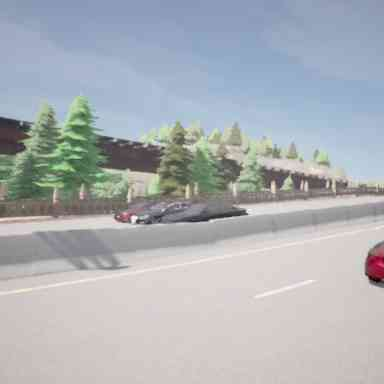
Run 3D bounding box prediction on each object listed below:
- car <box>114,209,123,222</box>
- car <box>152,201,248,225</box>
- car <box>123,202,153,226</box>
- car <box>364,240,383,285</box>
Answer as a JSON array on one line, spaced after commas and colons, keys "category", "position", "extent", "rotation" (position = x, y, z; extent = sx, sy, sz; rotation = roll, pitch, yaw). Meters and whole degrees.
[{"category": "car", "position": [-3.246, 1.376, 23.171], "extent": [4.181, 1.385, 1.994], "rotation": [-2, 1, -35]}, {"category": "car", "position": [0.727, 1.294, 17.407], "extent": [5.008, 1.535, 1.882], "rotation": [-2, 1, -35]}, {"category": "car", "position": [-1.320, 1.308, 20.246], "extent": [4.902, 1.511, 2.128], "rotation": [-2, 1, -35]}, {"category": "car", "position": [6.018, 1.422, 8.040], "extent": [4.181, 1.385, 1.994], "rotation": [-2, 1, -35]}]
